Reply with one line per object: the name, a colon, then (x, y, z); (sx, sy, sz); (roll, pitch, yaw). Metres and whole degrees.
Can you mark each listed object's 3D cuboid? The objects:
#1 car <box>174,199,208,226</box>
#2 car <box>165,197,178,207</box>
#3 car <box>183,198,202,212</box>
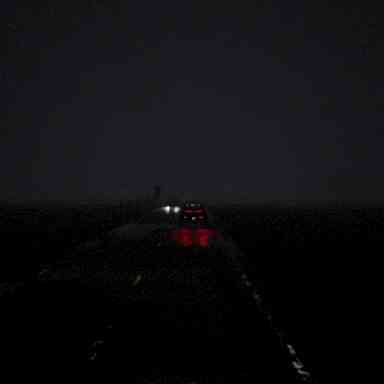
car: (0.095, 1.433, 23.046); (2.128, 1.511, 4.902); (0, 0, 0)
car: (-2.761, 1.470, 48.907); (1.994, 1.385, 4.181); (0, 0, 0)
car: (0.094, 1.466, 38.103); (2.033, 1.411, 5.357); (0, 0, 0)
